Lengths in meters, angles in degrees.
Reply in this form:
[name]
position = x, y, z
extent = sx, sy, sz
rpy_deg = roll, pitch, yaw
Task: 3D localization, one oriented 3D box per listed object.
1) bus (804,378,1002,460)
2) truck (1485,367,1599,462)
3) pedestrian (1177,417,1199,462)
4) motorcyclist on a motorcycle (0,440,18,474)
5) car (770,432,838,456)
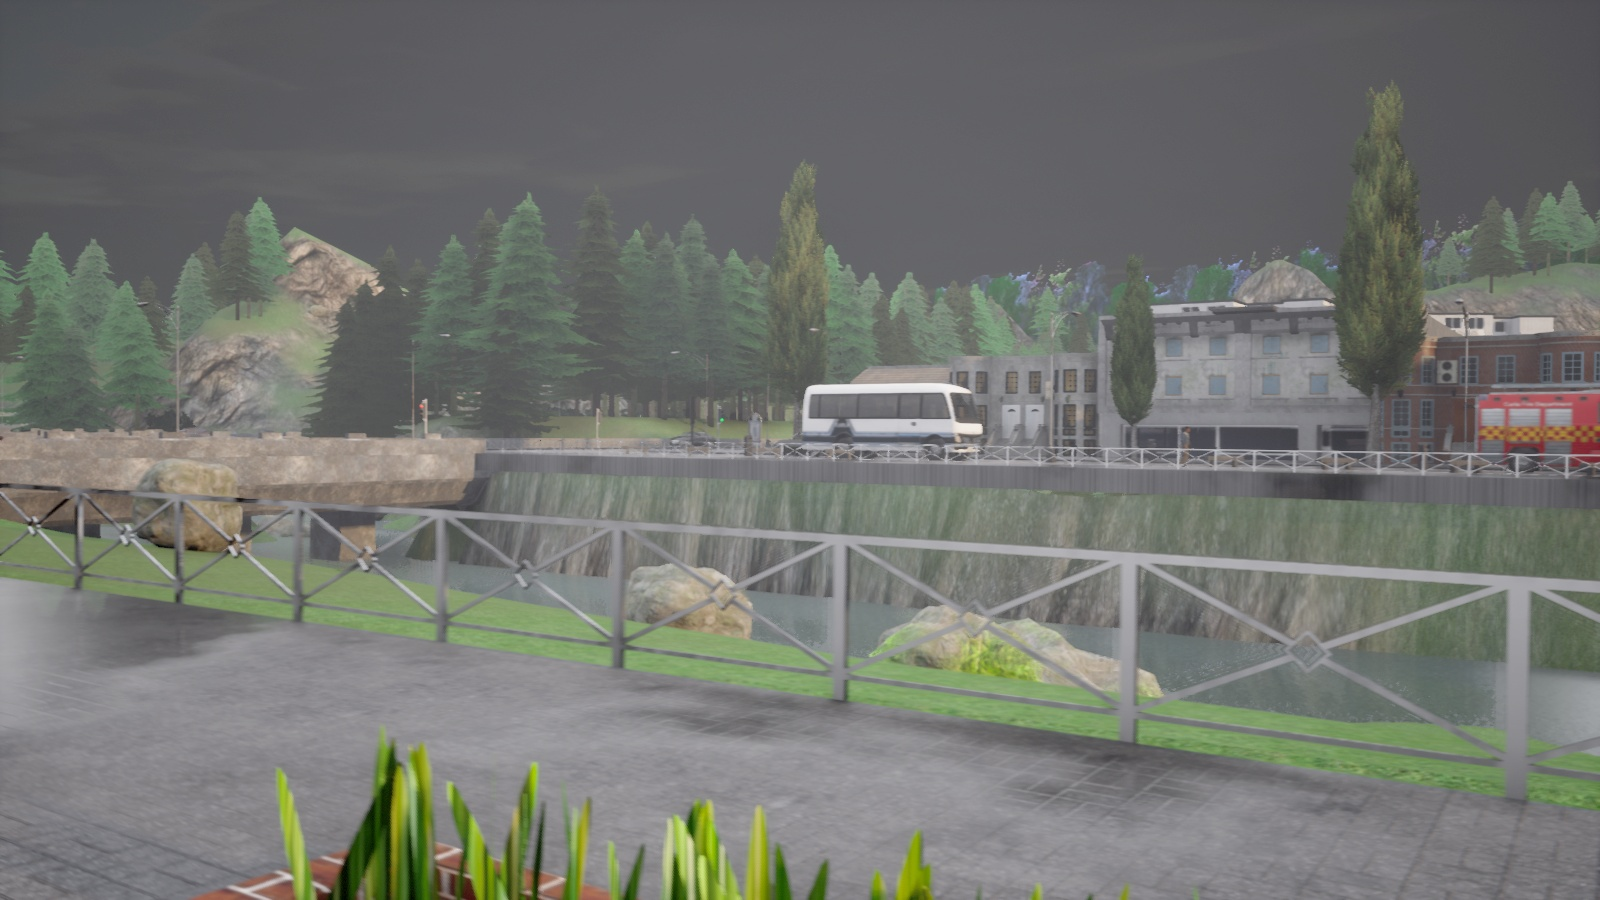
[bus]
position = 5.631, -1.645, 69.584
extent = 10.273, 4.253, 3.944
rpy_deg = 0, 1, 33
[truck]
position = 33.042, -1.437, 51.468
extent = 8.468, 3.827, 2.891
rpy_deg = 0, 1, 33
[pedestrian]
position = 16.907, -0.459, 54.693
extent = 0.788, 1.949, 0.423
rpy_deg = 0, 1, 38
[motorcyclist on a motorcycle]
position = -37.235, 0.324, 57.539
extent = 0.866, 1.530, 2.191
rpy_deg = 0, 1, 34
[car]
position = 0.237, -0.367, 77.946
extent = 3.806, 1.475, 1.970
rpy_deg = 0, 1, 34
